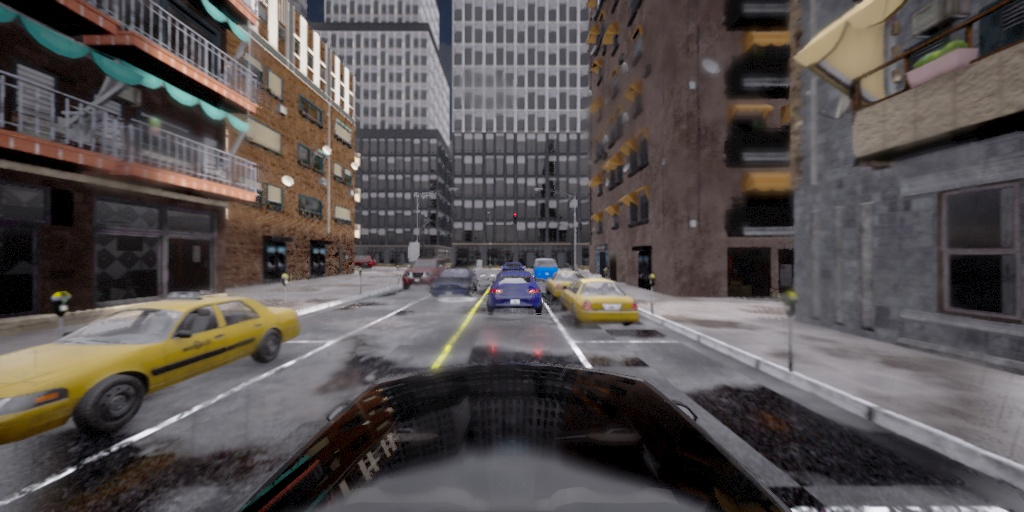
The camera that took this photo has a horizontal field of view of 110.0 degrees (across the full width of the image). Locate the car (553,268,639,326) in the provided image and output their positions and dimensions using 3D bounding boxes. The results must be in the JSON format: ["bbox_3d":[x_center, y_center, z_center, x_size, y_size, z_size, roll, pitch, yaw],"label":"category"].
[{"bbox_3d":[2.565,1.271,11.533,1.751,1.417,4.829,0,0,0],"label":"car"}]

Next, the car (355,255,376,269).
[{"bbox_3d":[-20.887,0.837,48.244,5.009,1.841,2.192,0,0,0],"label":"car"}]

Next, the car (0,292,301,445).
[{"bbox_3d":[-5.315,1.273,5.552,1.751,1.417,4.829,0,0,0],"label":"car"}]

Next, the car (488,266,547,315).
[{"bbox_3d":[0.098,1.271,13.514,1.812,1.442,4.674,0,0,0],"label":"car"}]

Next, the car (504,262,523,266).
[{"bbox_3d":[0.101,1.220,27.967,1.882,1.535,5.008,0,0,0],"label":"car"}]

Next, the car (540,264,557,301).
[{"bbox_3d":[2.565,1.270,17.174,1.751,1.417,4.829,0,0,0],"label":"car"}]

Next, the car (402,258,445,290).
[{"bbox_3d":[-5.316,1.057,22.644,2.192,1.841,5.009,0,0,0],"label":"car"}]

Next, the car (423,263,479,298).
[{"bbox_3d":[-2.796,1.291,18.631,2.033,1.411,5.357,0,0,0],"label":"car"}]

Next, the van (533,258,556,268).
[{"bbox_3d":[2.564,1.083,28.284,1.690,1.789,3.998,0,0,0],"label":"van"}]
